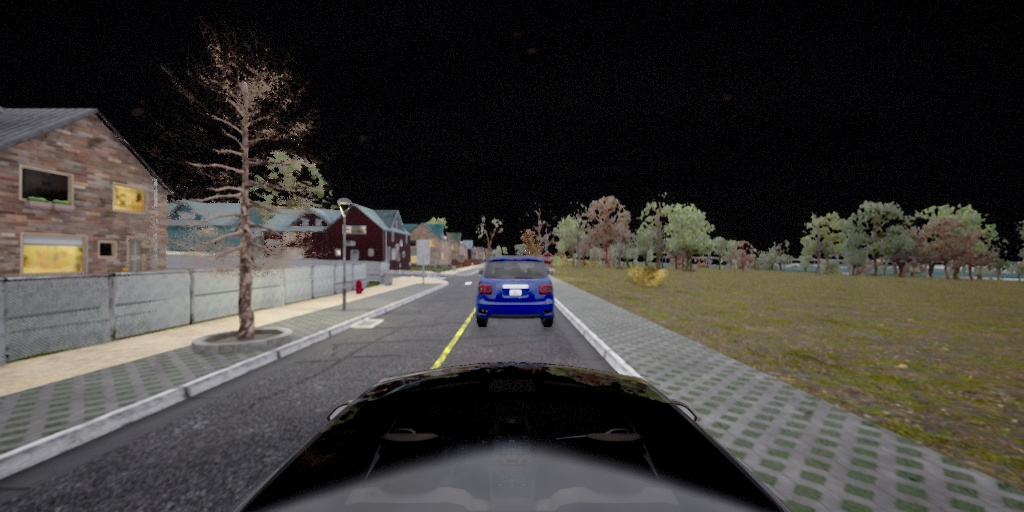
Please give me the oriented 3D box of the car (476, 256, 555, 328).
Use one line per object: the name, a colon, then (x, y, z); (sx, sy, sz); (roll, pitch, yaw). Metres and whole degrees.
car: (0.078, 1.024, 11.711); (2.150, 2.045, 5.566); (0, 0, 0)
